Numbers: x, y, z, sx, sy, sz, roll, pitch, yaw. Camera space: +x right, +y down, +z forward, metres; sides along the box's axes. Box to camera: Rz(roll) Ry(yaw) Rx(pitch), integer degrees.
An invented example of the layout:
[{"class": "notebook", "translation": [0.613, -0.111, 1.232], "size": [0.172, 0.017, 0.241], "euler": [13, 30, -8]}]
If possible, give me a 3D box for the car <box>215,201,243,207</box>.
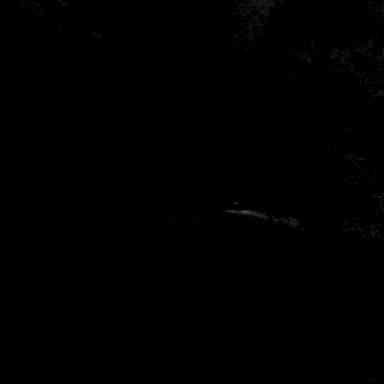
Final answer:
[{"class": "car", "translation": [0.825, 0.011, 18.112], "size": [1.895, 1.301, 4.718], "euler": [4, 3, -41]}]
